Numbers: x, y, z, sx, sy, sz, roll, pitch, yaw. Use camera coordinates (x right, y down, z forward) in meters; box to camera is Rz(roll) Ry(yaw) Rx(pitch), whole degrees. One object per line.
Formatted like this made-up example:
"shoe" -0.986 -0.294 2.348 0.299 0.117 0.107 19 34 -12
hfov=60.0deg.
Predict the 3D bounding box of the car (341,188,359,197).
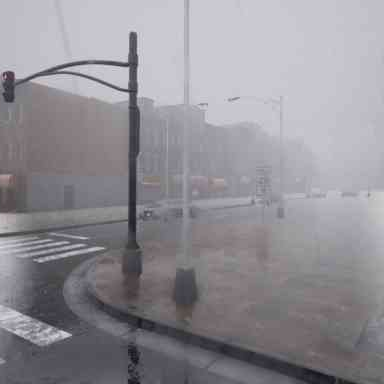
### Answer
"car" 24.996 0.091 52.515 2.033 1.411 5.357 0 2 35

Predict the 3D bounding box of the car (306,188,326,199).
"car" 17.726 0.239 47.234 1.812 1.442 4.674 0 2 35

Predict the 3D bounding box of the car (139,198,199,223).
"car" -1.336 1.068 20.666 1.994 1.385 4.181 0 2 36

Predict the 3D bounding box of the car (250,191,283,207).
"car" 7.483 0.609 33.024 2.128 1.511 4.902 0 2 36
